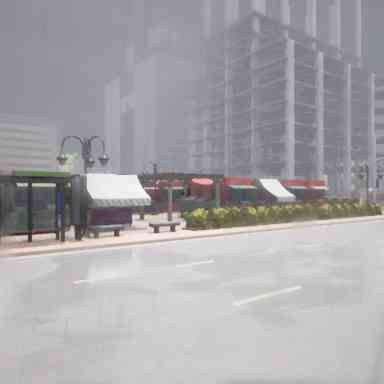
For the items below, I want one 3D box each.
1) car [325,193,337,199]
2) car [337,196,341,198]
[{"bbox_3d":[27.301,1.112,69.307,1.905,1.878,3.866,0,0,-36],"label":"car"},{"bbox_3d":[29.692,1.112,71.018,1.905,1.878,3.866,0,0,-36],"label":"car"}]
